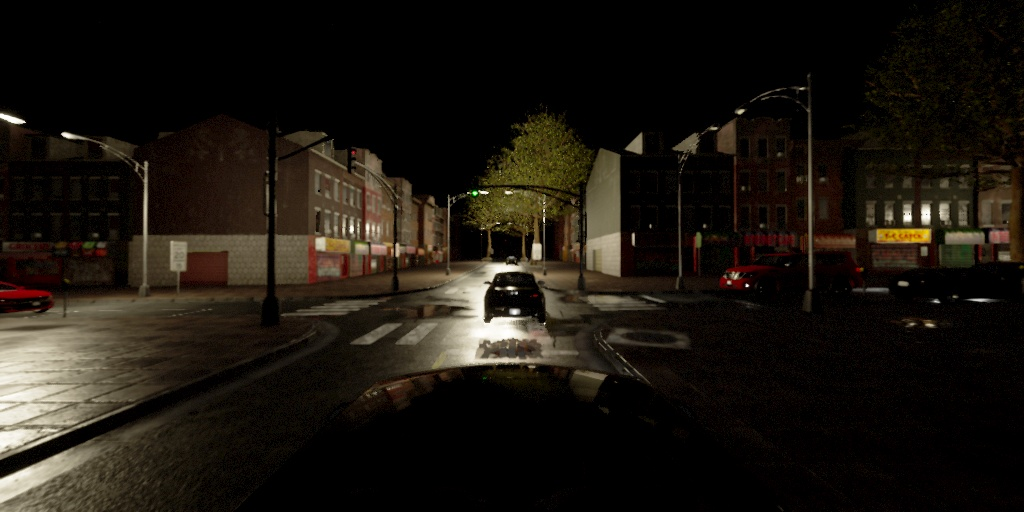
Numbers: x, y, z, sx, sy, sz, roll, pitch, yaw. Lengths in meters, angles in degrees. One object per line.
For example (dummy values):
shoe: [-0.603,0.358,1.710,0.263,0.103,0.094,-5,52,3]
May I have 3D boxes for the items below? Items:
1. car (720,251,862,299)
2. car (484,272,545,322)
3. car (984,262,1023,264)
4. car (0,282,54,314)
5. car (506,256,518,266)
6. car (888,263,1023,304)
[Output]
car: [12.768,0.832,16.584,5.566,2.045,2.150,-1,-1,0]
car: [0.079,1.272,12.333,1.837,1.490,4.892,0,0,0]
car: [22.577,0.996,16.624,4.674,1.442,1.812,-1,-1,0]
car: [-20.383,1.614,13.669,4.507,1.381,1.888,0,0,0]
car: [-0.057,0.926,58.453,1.895,1.301,4.718,0,1,0]
car: [17.198,1.078,13.855,4.313,1.339,1.948,0,0,0]
